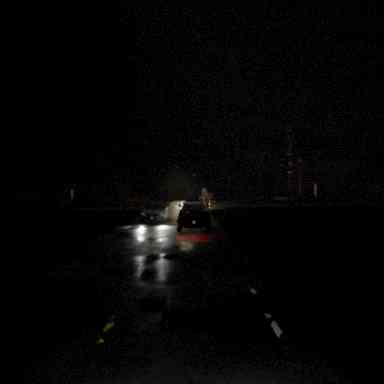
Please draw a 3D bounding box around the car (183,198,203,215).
[{"bbox_3d":[0.097,1.450,34.253,1.837,1.490,4.892,0,0,0],"label":"car"}]

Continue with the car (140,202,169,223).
[{"bbox_3d":[-2.746,1.508,25.136,1.812,1.442,4.674,0,0,0],"label":"car"}]

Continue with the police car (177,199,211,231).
[{"bbox_3d":[0.105,1.374,20.247,1.930,1.638,5.238,0,0,0],"label":"police car"}]
